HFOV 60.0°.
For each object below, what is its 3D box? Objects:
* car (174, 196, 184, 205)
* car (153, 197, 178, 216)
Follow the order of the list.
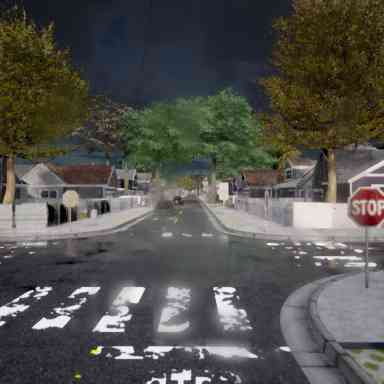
[{"bbox_3d":[-2.506,1.421,58.111,1.837,1.490,4.892,0,0,0],"label":"car"},{"bbox_3d":[-2.614,1.554,32.273,1.837,1.490,4.892,0,0,0],"label":"car"}]
